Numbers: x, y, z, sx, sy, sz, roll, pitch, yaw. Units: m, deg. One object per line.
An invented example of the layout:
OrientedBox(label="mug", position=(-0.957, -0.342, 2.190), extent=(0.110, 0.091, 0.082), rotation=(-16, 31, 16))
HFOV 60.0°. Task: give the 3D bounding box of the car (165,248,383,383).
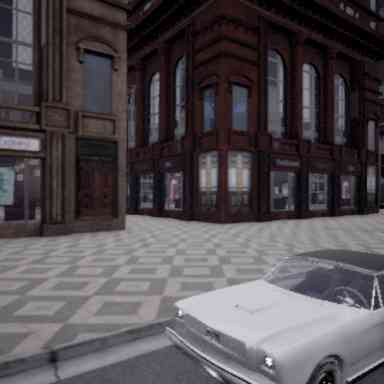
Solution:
OrientedBox(label="car", position=(2.011, 1.602, 4.814), extent=(4.718, 1.301, 1.895), rotation=(0, 0, -36))
